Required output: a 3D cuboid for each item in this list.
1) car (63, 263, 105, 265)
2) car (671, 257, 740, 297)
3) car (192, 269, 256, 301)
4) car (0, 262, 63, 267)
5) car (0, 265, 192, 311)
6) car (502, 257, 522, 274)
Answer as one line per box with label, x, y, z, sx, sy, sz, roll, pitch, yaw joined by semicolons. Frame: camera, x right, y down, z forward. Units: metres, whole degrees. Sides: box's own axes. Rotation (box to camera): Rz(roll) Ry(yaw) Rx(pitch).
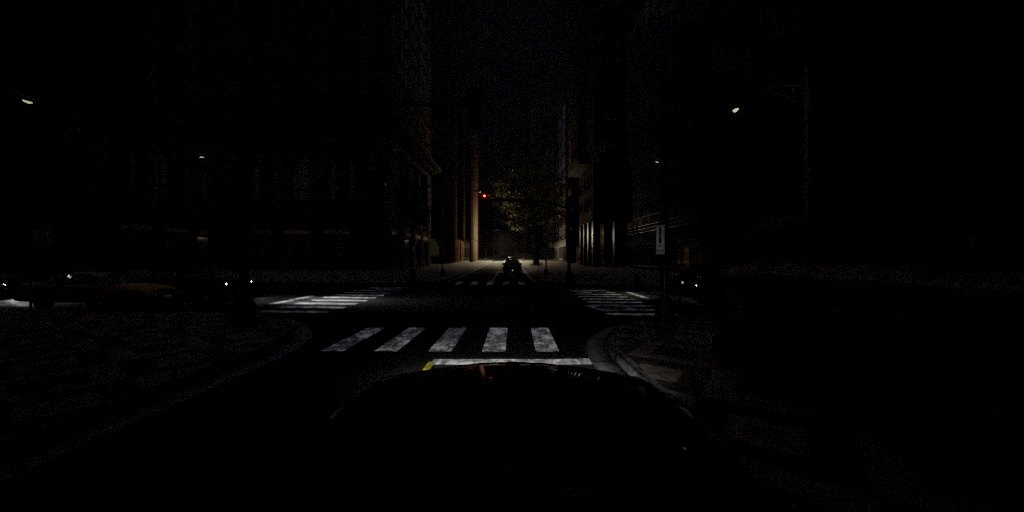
car;-26.358;1.065;21.645;4.313;1.339;1.948;0;0;0
car;11.745;1.051;18.856;5.566;2.045;2.150;0;0;0
car;-14.103;1.231;15.741;4.718;1.301;1.895;1;0;0
car;-23.846;1.076;15.774;5.357;1.411;2.033;1;0;0
car;-14.965;1.146;13.083;4.829;1.417;1.751;0;0;0
car;0.035;1.148;38.955;1.837;1.490;4.892;0;1;-1
